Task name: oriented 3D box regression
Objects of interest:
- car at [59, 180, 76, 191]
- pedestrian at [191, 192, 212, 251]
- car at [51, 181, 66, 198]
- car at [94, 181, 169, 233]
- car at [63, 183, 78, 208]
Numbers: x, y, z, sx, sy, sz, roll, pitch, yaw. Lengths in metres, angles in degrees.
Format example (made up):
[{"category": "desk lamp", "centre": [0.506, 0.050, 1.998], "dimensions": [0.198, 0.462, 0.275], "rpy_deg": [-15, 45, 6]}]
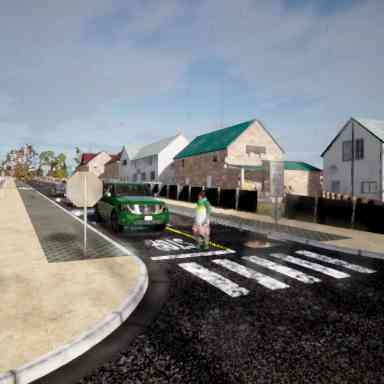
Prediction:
[{"category": "car", "centre": [-19.046, -0.995, 50.756], "dimensions": [1.812, 1.442, 4.674], "rpy_deg": [0, 3, -29]}, {"category": "pedestrian", "centre": [0.322, 0.885, 10.432], "dimensions": [0.375, 1.860, 0.375], "rpy_deg": [3, -2, -29]}, {"category": "car", "centre": [-13.554, -0.197, 34.737], "dimensions": [2.033, 1.411, 5.357], "rpy_deg": [0, 3, -28]}, {"category": "car", "centre": [-2.990, 0.529, 15.305], "dimensions": [2.150, 2.045, 5.566], "rpy_deg": [0, 3, -28]}, {"category": "car", "centre": [-7.971, 0.316, 24.457], "dimensions": [1.837, 1.490, 4.892], "rpy_deg": [0, 3, -28]}]
